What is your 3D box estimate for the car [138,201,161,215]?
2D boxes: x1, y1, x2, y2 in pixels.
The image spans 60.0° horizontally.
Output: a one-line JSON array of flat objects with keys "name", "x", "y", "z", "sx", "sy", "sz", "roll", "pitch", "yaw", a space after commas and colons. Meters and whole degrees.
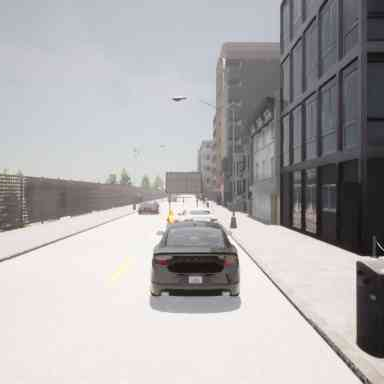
[{"name": "car", "x": -4.238, "y": 1.564, "z": 33.601, "sx": 1.994, "sy": 1.385, "sz": 4.181, "roll": 0, "pitch": 0, "yaw": 0}]

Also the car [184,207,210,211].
[{"name": "car", "x": 0.248, "y": 1.542, "z": 17.993, "sx": 1.812, "sy": 1.442, "sz": 4.674, "roll": 0, "pitch": -1, "yaw": -6}]

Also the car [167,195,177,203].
[{"name": "car", "x": -4.293, "y": 1.491, "z": 71.562, "sx": 2.128, "sy": 1.511, "sz": 4.902, "roll": 0, "pitch": 0, "yaw": 0}]

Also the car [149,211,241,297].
[{"name": "car", "x": 0.063, "y": 1.478, "z": 8.648, "sx": 1.882, "sy": 1.535, "sz": 5.008, "roll": 0, "pitch": 0, "yaw": 0}]

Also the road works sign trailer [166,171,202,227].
[{"name": "road works sign trailer", "x": -0.571, "y": 0.464, "z": 21.509, "sx": 2.380, "sy": 3.560, "sz": 2.880, "roll": 0, "pitch": 0, "yaw": -16}]
